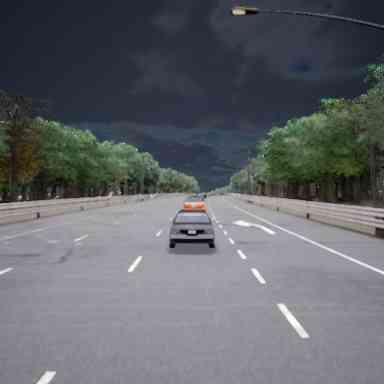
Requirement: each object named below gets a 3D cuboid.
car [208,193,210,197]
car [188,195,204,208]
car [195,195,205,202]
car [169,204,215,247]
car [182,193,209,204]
[{"bbox_3d":[3.171,1.098,91.139,1.882,1.535,5.008,0,0,5],"label":"car"},{"bbox_3d":[0.570,1.262,45.164,2.128,1.511,4.902,0,0,2],"label":"car"},{"bbox_3d":[1.664,1.252,69.133,1.994,1.385,4.181,0,0,3],"label":"car"},{"bbox_3d":[0.011,1.491,14.679,2.033,1.411,5.357,0,0,0],"label":"car"},{"bbox_3d":[0.178,1.192,30.013,2.097,1.767,4.553,0,0,1],"label":"car"}]
